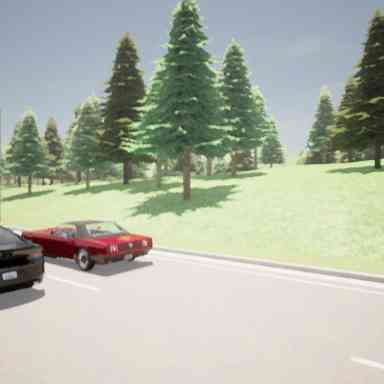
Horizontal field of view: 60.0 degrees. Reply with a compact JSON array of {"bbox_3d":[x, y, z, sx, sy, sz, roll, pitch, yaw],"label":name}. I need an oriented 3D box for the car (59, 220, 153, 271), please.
[{"bbox_3d":[-3.591,1.555,10.759,4.718,1.301,1.895,0,0,36],"label":"car"}]

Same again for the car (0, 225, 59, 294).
[{"bbox_3d":[-5.478,1.433,7.804,5.008,1.535,1.882,0,0,36],"label":"car"}]
